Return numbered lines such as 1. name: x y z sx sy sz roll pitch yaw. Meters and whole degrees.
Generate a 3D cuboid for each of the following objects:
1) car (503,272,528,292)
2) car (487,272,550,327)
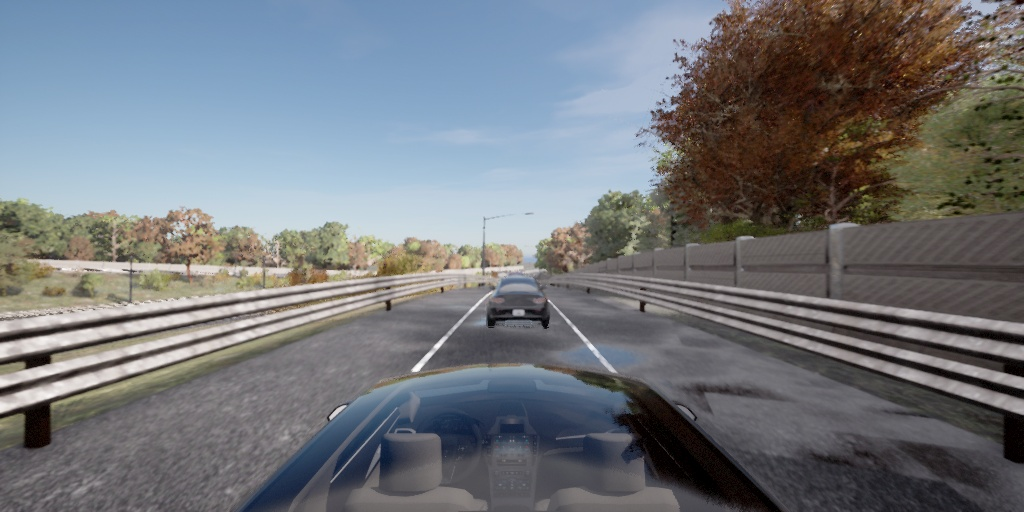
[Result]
1. car: 0.285 2.023 28.421 1.812 1.442 4.674 0 -3 1
2. car: 0.201 1.410 11.907 1.812 1.442 4.674 0 -1 0
